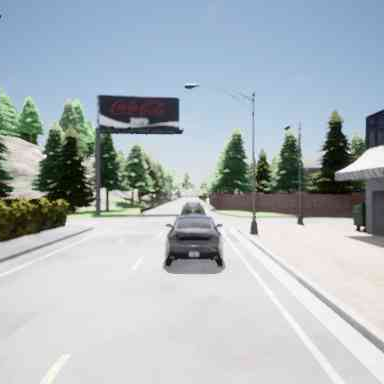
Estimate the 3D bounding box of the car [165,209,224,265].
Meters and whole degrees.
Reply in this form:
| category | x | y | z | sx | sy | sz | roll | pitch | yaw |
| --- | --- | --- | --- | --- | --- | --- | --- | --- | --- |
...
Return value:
| category | x | y | z | sx | sy | sz | roll | pitch | yaw |
| --- | --- | --- | --- | --- | --- | --- | --- | --- | --- |
| car | 0.076 | 1.563 | 11.985 | 1.837 | 1.490 | 4.892 | 0 | 0 | 0 |

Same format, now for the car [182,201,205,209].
| category | x | y | z | sx | sy | sz | roll | pitch | yaw |
| --- | --- | --- | --- | --- | --- | --- | --- | --- | --- |
| car | 0.105 | 1.627 | 30.841 | 2.097 | 1.767 | 4.553 | 0 | 0 | 0 |
